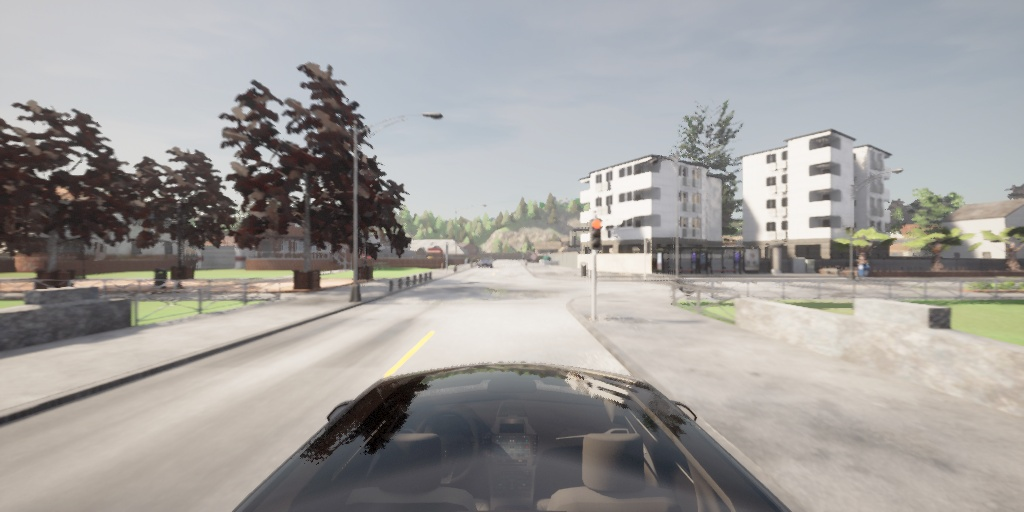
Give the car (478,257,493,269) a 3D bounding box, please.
[{"bbox_3d":[-3.982,0.995,55.074,2.097,1.767,4.553,0,0,0],"label":"car"}]
